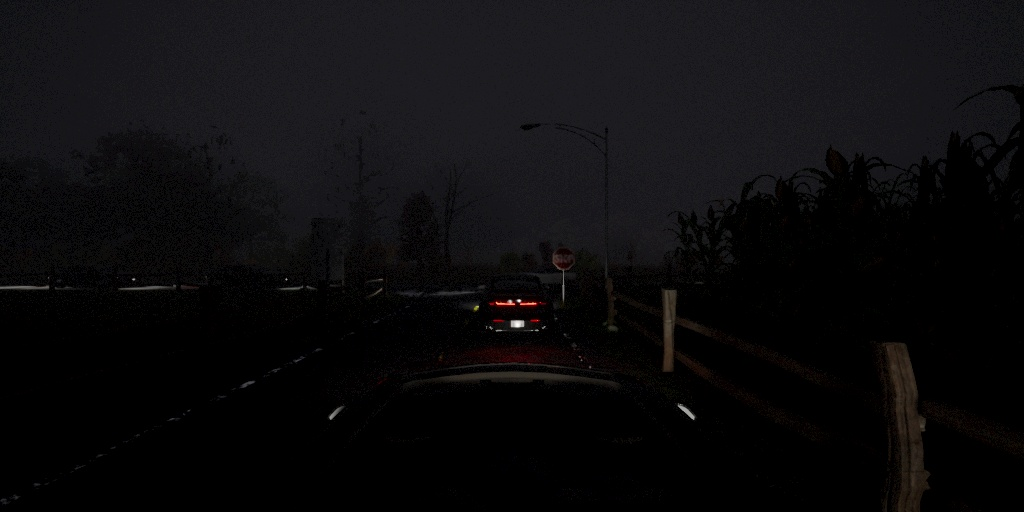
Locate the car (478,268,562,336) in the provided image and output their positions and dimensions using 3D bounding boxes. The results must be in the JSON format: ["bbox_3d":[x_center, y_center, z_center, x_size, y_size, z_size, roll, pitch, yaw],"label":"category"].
[{"bbox_3d":[0.071,1.255,10.366,1.837,1.490,4.892,0,0,-1],"label":"car"}]

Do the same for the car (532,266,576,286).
[{"bbox_3d":[1.784,1.344,23.277,4.718,1.301,1.895,0,0,-33],"label":"car"}]

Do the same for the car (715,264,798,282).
[{"bbox_3d":[17.692,1.258,25.836,5.357,1.411,2.033,0,0,1],"label":"car"}]

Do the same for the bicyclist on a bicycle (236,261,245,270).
[{"bbox_3d":[-22.402,1.241,29.442,0.582,1.620,1.656,0,0,1],"label":"bicyclist on a bicycle"}]

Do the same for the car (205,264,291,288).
[{"bbox_3d":[-17.116,1.281,23.391,4.892,1.490,1.837,0,0,1],"label":"car"}]

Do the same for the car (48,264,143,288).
[{"bbox_3d":[-27.249,1.294,23.540,4.892,1.490,1.837,0,0,0],"label":"car"}]
